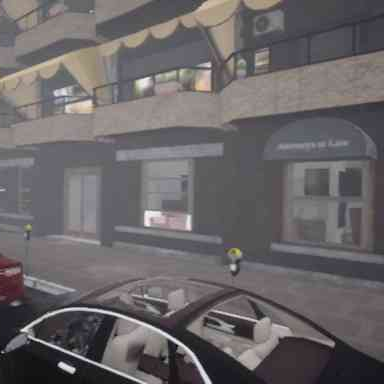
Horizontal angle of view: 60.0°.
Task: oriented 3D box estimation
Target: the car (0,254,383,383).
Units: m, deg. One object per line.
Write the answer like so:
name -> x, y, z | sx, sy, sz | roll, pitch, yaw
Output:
car -> -0.494, 1.539, 3.217 | 4.403, 1.369, 2.008 | 0, 1, 36

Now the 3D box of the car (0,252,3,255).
car -> -5.053, 1.503, 6.471 | 4.507, 1.381, 1.887 | 0, 1, 36
